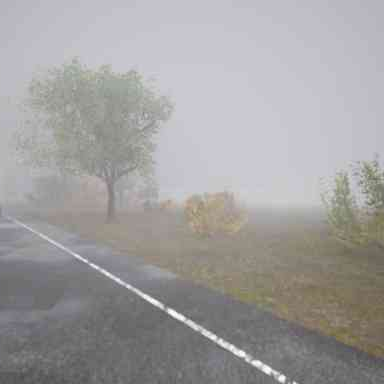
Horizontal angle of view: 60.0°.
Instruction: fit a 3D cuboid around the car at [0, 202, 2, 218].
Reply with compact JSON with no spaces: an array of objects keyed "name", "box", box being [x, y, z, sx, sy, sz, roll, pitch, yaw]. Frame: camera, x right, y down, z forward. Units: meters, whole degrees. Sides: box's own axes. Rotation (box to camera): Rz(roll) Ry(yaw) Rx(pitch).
[{"name":"car","box":[-17.792,1.180,28.616,2.150,2.045,5.566,0,1,-35]}]
